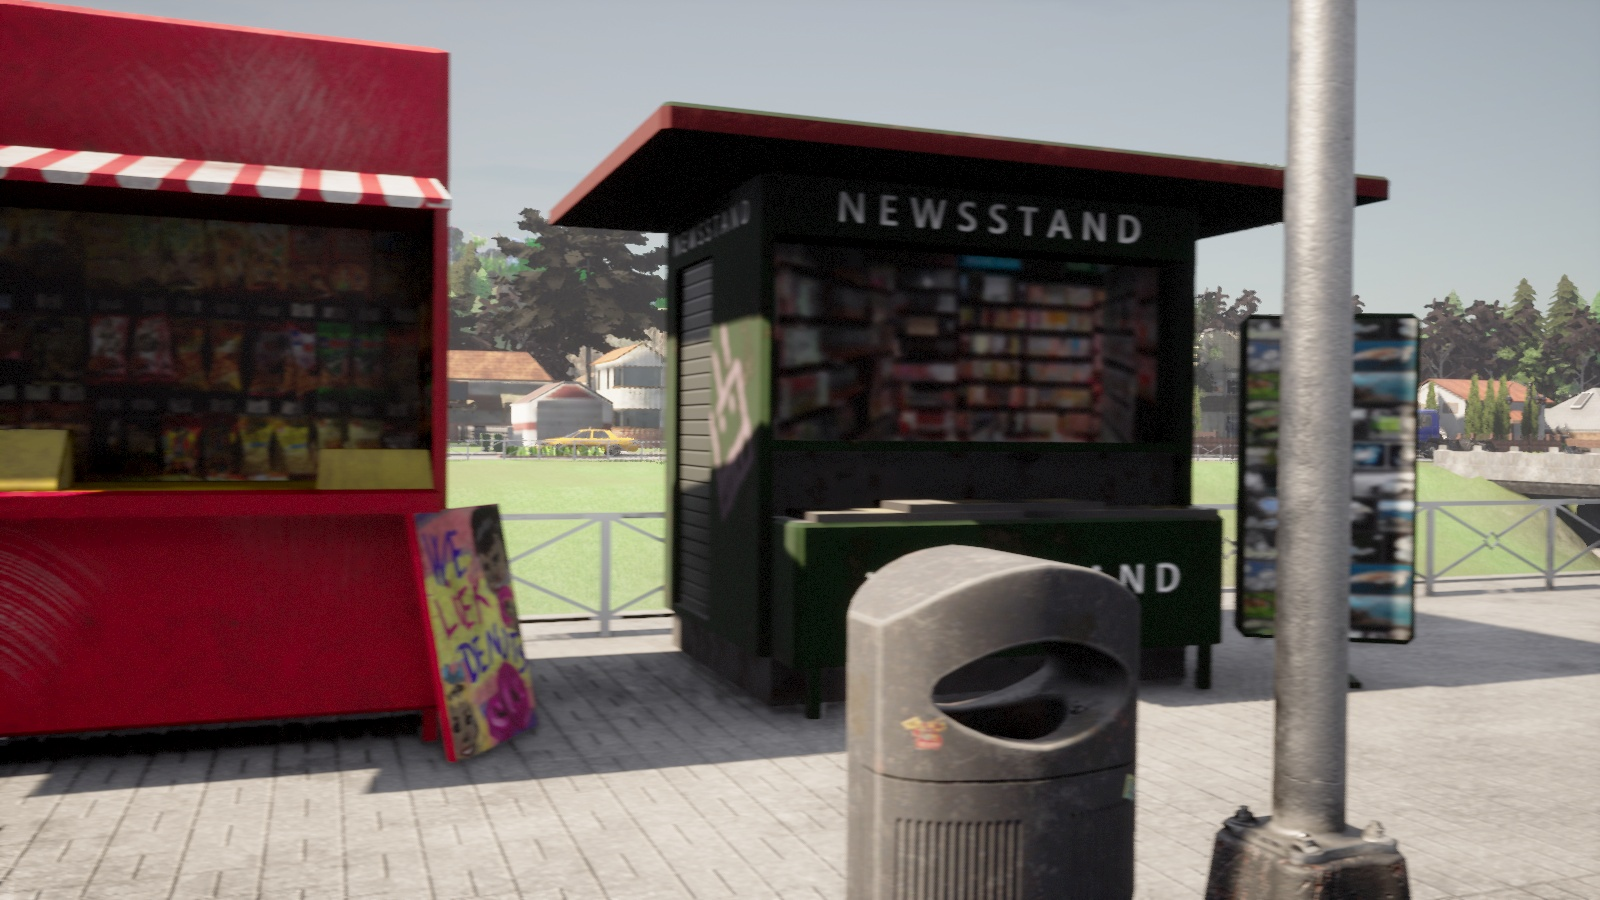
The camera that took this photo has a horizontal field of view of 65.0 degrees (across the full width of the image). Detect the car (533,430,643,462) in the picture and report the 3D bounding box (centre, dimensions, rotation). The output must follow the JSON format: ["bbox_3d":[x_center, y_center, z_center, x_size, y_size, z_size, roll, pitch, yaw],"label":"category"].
[{"bbox_3d":[-11.057,-0.210,65.571,5.366,1.575,1.801,-1,1,-21],"label":"car"}]

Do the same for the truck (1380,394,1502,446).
[{"bbox_3d":[44.195,-2.070,86.522,7.936,3.462,2.891,-1,1,-21],"label":"truck"}]
